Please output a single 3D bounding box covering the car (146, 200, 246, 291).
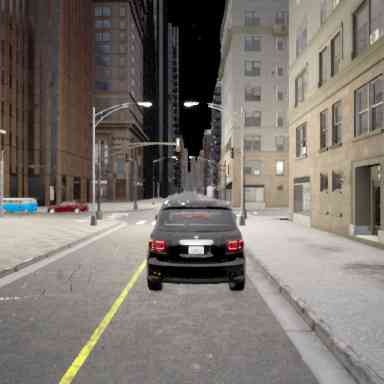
[{"bbox_3d":[0.103,1.222,9.142,2.150,2.045,5.566,0,0,0],"label":"car"}]

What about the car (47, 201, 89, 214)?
[{"bbox_3d":[-13.964,1.718,37.467,4.507,1.381,1.887,-1,0,0],"label":"car"}]

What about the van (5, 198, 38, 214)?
[{"bbox_3d":[-19.590,1.582,37.489,3.998,1.788,1.690,-1,0,0],"label":"van"}]

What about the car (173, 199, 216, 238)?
[{"bbox_3d":[0.103,1.353,18.591,2.097,1.767,4.553,0,0,0],"label":"car"}]
